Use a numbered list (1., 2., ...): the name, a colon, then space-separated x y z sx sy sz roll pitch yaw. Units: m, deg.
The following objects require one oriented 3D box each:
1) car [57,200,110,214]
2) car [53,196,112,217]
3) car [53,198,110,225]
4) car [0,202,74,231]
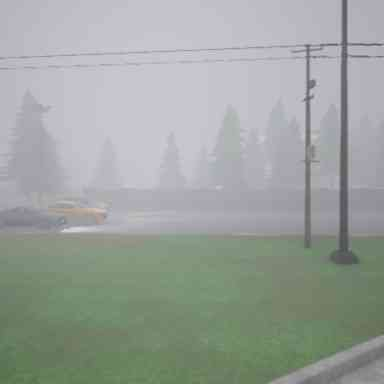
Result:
1. car: -10.918 1.490 33.598 4.718 1.301 1.895 0 0 3
2. car: -9.795 1.253 30.034 4.553 1.767 2.097 0 0 3
3. car: -8.354 1.400 22.947 5.008 1.535 1.882 0 0 3
4. car: -9.515 1.493 19.504 4.181 1.385 1.994 0 0 3
